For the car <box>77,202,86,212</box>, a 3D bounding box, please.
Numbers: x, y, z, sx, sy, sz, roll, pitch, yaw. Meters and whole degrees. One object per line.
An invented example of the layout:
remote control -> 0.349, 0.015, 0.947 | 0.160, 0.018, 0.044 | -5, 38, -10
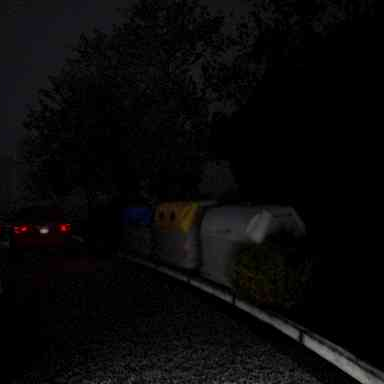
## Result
car -> -16.343, 2.275, 48.233 | 2.163, 1.488, 4.792 | -4, 1, -32

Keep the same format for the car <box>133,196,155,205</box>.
car -> -6.930, 1.501, 38.768 | 2.435, 2.045, 5.566 | -4, 1, -32

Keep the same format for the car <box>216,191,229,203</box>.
car -> 2.553, 1.057, 44.601 | 2.163, 1.488, 4.792 | -4, 1, -32

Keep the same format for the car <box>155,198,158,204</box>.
car -> -4.434, 1.600, 40.284 | 2.002, 1.452, 4.674 | -4, 1, -32

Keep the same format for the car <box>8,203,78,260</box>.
car -> -6.866, 1.675, 14.892 | 2.150, 2.045, 5.566 | -1, -2, -29

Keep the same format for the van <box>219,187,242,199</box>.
van -> 7.306, 0.220, 63.144 | 1.878, 1.987, 4.442 | -4, 1, -32

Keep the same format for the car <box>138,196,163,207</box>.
car -> -6.879, 1.541, 54.199 | 2.163, 1.488, 4.792 | -4, 1, -32

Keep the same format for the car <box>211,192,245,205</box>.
car -> 4.881, 0.882, 46.120 | 2.163, 1.488, 4.792 | -4, 1, -32

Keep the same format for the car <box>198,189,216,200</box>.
car -> 0.147, 0.956, 43.176 | 2.435, 2.045, 5.566 | -4, 1, -32

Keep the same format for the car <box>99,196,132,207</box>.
car -> -9.184, 1.679, 37.362 | 2.435, 2.045, 5.566 | -4, 1, -32

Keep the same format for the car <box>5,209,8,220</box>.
car -> -23.495, 2.836, 43.845 | 2.163, 1.488, 4.792 | -5, 1, -32

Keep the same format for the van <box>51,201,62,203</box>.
van -> -18.811, 2.210, 46.874 | 1.878, 1.987, 4.442 | -4, 1, -32

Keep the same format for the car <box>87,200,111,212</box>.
car -> -13.889, 2.053, 49.579 | 1.946, 1.575, 5.366 | -4, 1, -32

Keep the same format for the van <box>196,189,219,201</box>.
van -> 2.678, 0.570, 59.989 | 1.878, 1.987, 4.442 | -4, 1, -32

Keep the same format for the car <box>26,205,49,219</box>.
car -> -21.121, 2.649, 45.324 | 2.163, 1.488, 4.792 | -4, 1, -32
